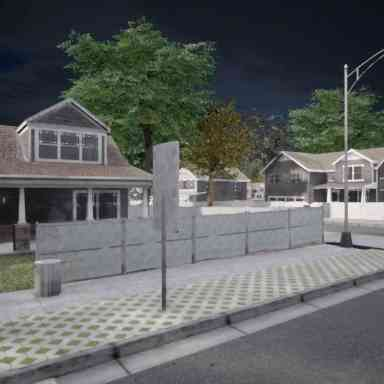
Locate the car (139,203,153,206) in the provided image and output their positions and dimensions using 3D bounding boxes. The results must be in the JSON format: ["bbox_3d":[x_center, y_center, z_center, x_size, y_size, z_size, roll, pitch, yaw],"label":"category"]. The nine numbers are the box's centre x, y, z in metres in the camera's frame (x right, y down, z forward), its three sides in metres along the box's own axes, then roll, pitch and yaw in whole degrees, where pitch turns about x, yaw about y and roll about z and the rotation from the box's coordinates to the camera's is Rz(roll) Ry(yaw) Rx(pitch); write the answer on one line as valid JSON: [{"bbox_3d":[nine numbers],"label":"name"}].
[{"bbox_3d":[-5.482,2.111,40.567,1.812,1.442,4.674,0,-1,-36],"label":"car"}]
